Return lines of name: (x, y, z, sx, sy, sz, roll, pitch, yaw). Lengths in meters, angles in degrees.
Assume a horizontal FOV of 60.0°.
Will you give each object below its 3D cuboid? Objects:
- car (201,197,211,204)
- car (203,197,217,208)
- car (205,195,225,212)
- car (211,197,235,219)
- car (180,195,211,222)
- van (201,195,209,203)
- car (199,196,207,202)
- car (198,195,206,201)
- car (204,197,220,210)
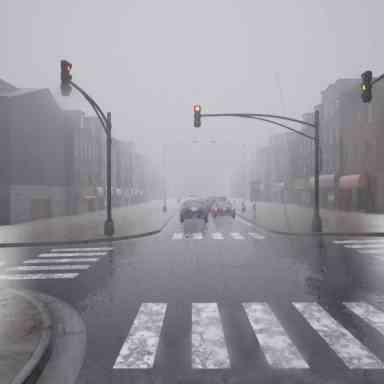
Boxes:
car: (2.776, 1.668, 67.607, 1.752, 1.417, 4.829, -1, 0, 0)
car: (2.740, 1.525, 51.231, 1.967, 1.590, 4.097, -1, 0, 0)
car: (2.715, 1.370, 40.426, 2.192, 1.841, 5.009, -1, 0, 0)
car: (2.693, 1.470, 29.622, 1.967, 1.590, 4.097, -1, 0, 0)
car: (0.162, 1.376, 26.884, 2.097, 1.767, 4.553, 0, 0, 0)
van: (2.785, 1.505, 72.841, 1.690, 1.788, 3.998, -1, 0, 0)
car: (2.811, 1.793, 83.644, 1.802, 1.307, 4.206, -1, 0, 0)
car: (2.833, 1.702, 94.450, 1.967, 1.590, 4.097, -1, 0, 0)
car: (2.728, 1.509, 45.828, 1.967, 1.590, 4.097, -1, 0, 0)
